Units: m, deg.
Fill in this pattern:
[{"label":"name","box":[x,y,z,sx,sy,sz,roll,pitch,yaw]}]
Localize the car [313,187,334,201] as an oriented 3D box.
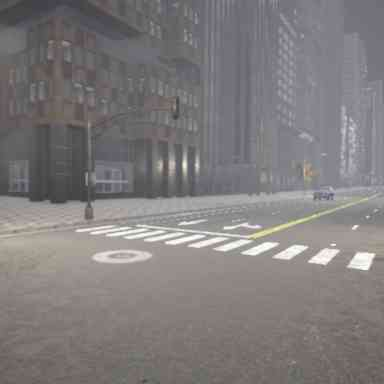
[{"label":"car","box":[20.083,0.201,50.545,2.150,2.045,5.566,2,2,33]}]
